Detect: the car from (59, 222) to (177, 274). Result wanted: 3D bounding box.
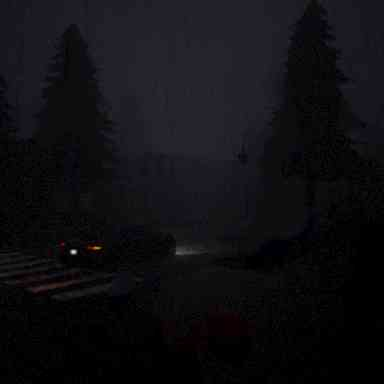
[{"bbox_3d":[-2.352,1.730,11.431,1.994,1.385,4.181,0,0,34],"label":"car"}]

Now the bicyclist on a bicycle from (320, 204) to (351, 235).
[{"bbox_3d":[7.806,1.480,18.102,1.656,1.620,0.582,0,0,42],"label":"bicyclist on a bicycle"}]
